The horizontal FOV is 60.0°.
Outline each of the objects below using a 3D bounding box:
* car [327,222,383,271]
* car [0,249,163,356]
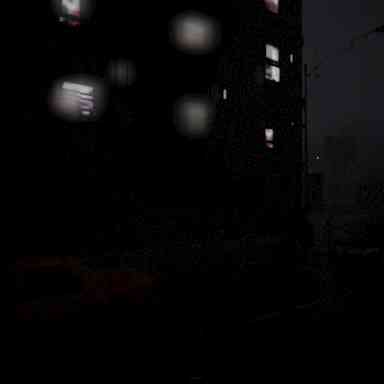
[{"bbox_3d":[6.321,1.689,11.199,4.206,1.307,1.802,1,-1,-35],"label":"car"},{"bbox_3d":[-2.753,1.528,4.613,4.829,1.417,1.752,1,-1,-35],"label":"car"}]
